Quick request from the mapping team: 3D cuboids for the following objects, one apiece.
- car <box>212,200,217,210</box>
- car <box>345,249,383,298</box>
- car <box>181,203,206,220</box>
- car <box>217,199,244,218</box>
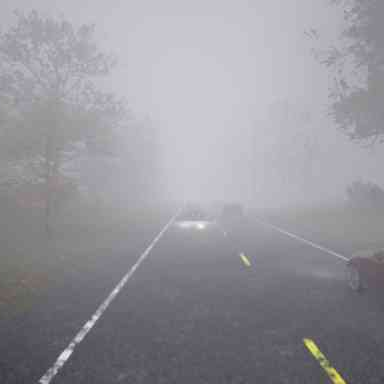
[{"bbox_3d":[3.715,1.633,42.817,1.994,1.385,4.181,0,0,1],"label":"car"},{"bbox_3d":[4.567,1.563,6.041,1.812,1.442,4.674,0,0,0],"label":"car"},{"bbox_3d":[0.125,1.605,28.221,1.994,1.385,4.181,0,0,0],"label":"car"},{"bbox_3d":[3.708,1.541,31.600,1.882,1.535,5.008,0,0,1],"label":"car"}]
